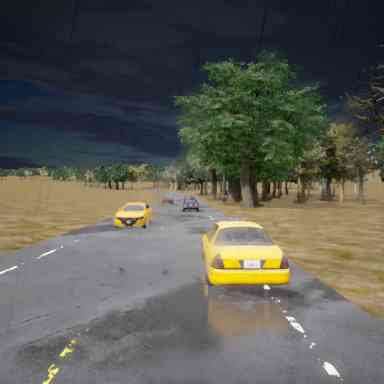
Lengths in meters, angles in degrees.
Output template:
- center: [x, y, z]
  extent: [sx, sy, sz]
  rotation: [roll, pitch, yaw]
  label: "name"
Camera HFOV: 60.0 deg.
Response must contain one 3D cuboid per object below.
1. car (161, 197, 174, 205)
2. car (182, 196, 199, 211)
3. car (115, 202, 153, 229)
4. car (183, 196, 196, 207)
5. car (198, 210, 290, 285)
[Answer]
- center: [-3.957, 1.421, 53.835]
  extent: [1.895, 1.301, 4.718]
  rotation: [0, 0, -1]
  label: "car"
- center: [-0.142, 1.450, 38.206]
  extent: [2.033, 1.411, 5.357]
  rotation: [0, 0, -1]
  label: "car"
- center: [-3.667, 1.444, 21.625]
  extent: [1.882, 1.535, 5.008]
  rotation: [0, 0, 0]
  label: "car"
- center: [-0.351, 1.373, 48.788]
  extent: [1.812, 1.442, 4.674]
  rotation: [0, 0, -1]
  label: "car"
- center: [1.219, 1.448, 9.354]
  extent: [1.801, 1.575, 5.366]
  rotation: [0, 0, 0]
  label: "car"
